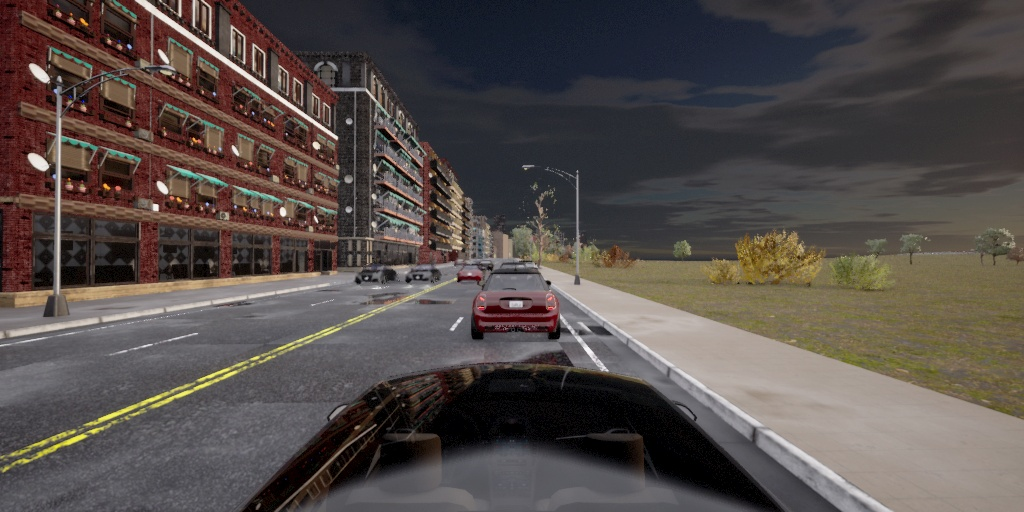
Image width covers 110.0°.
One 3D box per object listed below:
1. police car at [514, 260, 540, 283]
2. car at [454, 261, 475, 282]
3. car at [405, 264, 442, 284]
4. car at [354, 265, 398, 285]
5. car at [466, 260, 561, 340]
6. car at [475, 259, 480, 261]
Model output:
[{"bbox_3d":[1.109,1.192,29.454,1.930,1.638,5.238,0,0,0],"label":"police car"},{"bbox_3d":[-3.178,1.330,28.830,1.994,1.385,4.181,0,0,0],"label":"car"},{"bbox_3d":[-6.627,1.330,27.176,1.994,1.385,4.181,0,0,0],"label":"car"},{"bbox_3d":[-9.875,1.329,26.349,1.994,1.385,4.181,0,0,0],"label":"car"},{"bbox_3d":[0.083,1.108,10.187,2.097,1.767,4.553,0,0,0],"label":"car"},{"bbox_3d":[-3.191,1.252,44.783,1.882,1.535,5.008,0,0,0],"label":"car"}]
